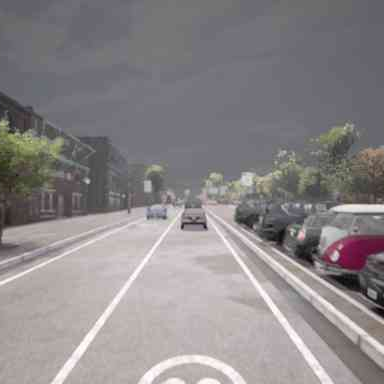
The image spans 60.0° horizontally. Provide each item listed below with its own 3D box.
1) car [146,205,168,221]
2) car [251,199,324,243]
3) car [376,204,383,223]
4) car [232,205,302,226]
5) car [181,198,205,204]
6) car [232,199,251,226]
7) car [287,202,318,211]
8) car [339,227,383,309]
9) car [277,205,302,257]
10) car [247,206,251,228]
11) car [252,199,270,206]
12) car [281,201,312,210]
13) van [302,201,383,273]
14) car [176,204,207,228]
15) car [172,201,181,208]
[{"bbox_3d":[-3.316,1.950,32.208,1.812,1.442,4.674,0,-1,0],"label":"car"},{"bbox_3d":[5.636,1.365,14.297,5.566,2.045,2.435,0,-1,0],"label":"car"},{"bbox_3d":[18.702,1.815,28.246,5.008,1.535,2.097,0,-1,0],"label":"car"},{"bbox_3d":[5.617,1.770,25.504,4.892,1.521,2.231,0,-1,0],"label":"car"},{"bbox_3d":[0.139,1.828,41.411,2.150,2.045,5.566,0,-1,0],"label":"car"},{"bbox_3d":[5.647,1.474,22.707,5.566,2.045,2.435,0,-1,0],"label":"car"},{"bbox_3d":[18.754,2.410,56.725,4.674,1.452,2.002,0,-1,0],"label":"car"},{"bbox_3d":[5.599,1.529,5.886,4.892,1.521,2.231,0,-1,0],"label":"car"},{"bbox_3d":[5.575,1.459,11.495,4.553,1.767,2.185,0,-1,0],"label":"car"},{"bbox_3d":[5.617,1.649,17.099,4.892,1.521,2.231,0,-1,0],"label":"car"},{"bbox_3d":[18.845,2.914,90.755,4.553,1.767,2.185,0,-1,0],"label":"car"},{"bbox_3d":[18.767,2.431,59.874,5.008,1.535,2.097,0,-1,0],"label":"car"},{"bbox_3d":[5.489,1.331,8.692,4.442,1.987,1.878,0,-1,0],"label":"van"},{"bbox_3d":[0.124,1.820,24.257,2.033,1.411,5.357,0,-1,0],"label":"car"},{"bbox_3d":[-3.179,2.735,72.707,1.994,1.385,4.181,0,-1,0],"label":"car"}]
